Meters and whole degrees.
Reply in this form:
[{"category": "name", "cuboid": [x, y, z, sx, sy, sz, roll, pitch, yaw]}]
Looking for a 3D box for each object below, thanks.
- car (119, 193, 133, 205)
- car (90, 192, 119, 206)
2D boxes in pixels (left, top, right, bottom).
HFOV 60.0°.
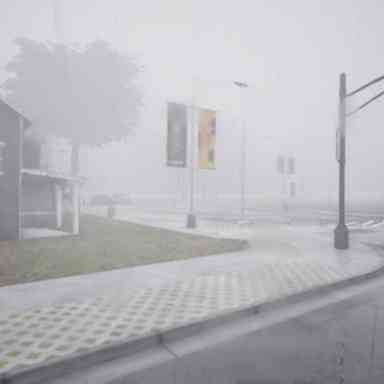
[{"category": "car", "cuboid": [-10.089, 0.930, 46.820, 2.097, 1.767, 4.553, 1, 0, -35]}, {"category": "car", "cuboid": [-11.719, 1.017, 43.477, 1.882, 1.535, 5.008, 1, 0, -35]}]
